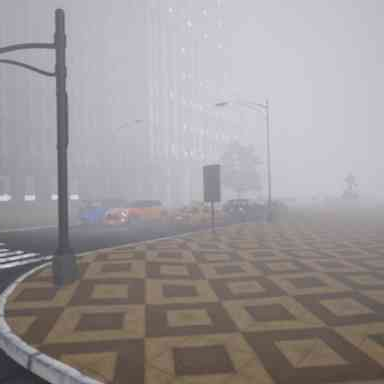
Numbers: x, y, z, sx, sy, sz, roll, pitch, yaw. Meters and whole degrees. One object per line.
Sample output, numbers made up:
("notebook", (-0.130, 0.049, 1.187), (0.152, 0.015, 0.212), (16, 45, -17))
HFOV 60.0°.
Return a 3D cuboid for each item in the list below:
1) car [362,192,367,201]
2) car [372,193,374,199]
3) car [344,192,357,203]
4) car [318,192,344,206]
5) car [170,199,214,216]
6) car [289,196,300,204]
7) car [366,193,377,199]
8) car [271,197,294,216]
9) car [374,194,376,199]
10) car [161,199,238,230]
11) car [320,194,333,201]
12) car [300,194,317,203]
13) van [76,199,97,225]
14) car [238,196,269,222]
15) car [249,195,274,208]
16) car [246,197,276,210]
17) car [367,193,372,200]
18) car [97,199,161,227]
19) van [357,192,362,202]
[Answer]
("car", (32.243, 0.978, 64.944), (1.967, 1.590, 4.097), (-2, -1, 35))
("car", (38.639, 1.059, 74.102), (1.947, 1.339, 4.313), (-2, -1, 35))
("car", (25.866, 1.025, 55.775), (1.967, 1.590, 4.097), (-2, -1, 35))
("car", (19.624, 1.157, 46.719), (1.752, 1.417, 4.829), (-2, -1, 35))
("car", (0.094, 1.489, 32.519), (1.752, 1.417, 4.829), (-2, -1, 35))
("car", (16.051, 1.386, 55.696), (2.008, 1.369, 4.403), (-2, -1, 35))
("car", (44.972, 1.003, 83.301), (2.008, 1.369, 4.403), (-2, -1, 35))
("car", (6.852, 1.318, 28.186), (1.802, 1.307, 4.206), (-2, -1, 35))
("car", (41.901, 0.997, 78.843), (1.752, 1.417, 4.829), (-2, -1, 35))
("car", (0.614, 1.316, 19.127), (1.752, 1.417, 4.829), (-2, -1, 35))
("car", (31.913, 1.268, 78.734), (1.887, 1.381, 4.507), (-2, -1, 35))
("car", (22.394, 1.229, 64.913), (1.967, 1.590, 4.097), (-2, -1, 35))
("van", (-6.158, 1.360, 23.445), (1.690, 1.788, 3.998), (-2, -1, 35))
("car", (3.683, 1.204, 23.587), (1.967, 1.590, 4.097), (-2, -1, 35))
("car", (9.705, 1.325, 46.482), (1.967, 1.590, 4.097), (-2, -1, 35))
("car", (8.296, 1.403, 39.795), (1.994, 1.385, 4.181), (-2, -1, 35))
("car", (35.429, 0.831, 69.530), (2.192, 1.841, 5.009), (-2, -1, 35))
("car", (-3.712, 1.295, 22.404), (2.097, 1.767, 4.553), (-2, -1, 35))
("van", (29.058, 0.902, 60.356), (1.690, 1.788, 3.998), (-2, -1, 35))
